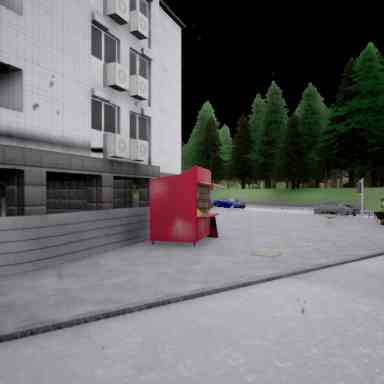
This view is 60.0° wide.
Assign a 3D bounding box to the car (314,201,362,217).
[{"bbox_3d":[13.620,1.564,31.236,1.994,1.385,4.181,0,0,-35],"label":"car"}]

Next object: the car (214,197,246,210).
[{"bbox_3d":[4.888,1.478,43.506,1.882,1.535,5.008,0,1,-35],"label":"car"}]
